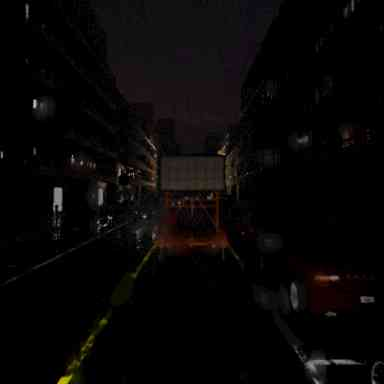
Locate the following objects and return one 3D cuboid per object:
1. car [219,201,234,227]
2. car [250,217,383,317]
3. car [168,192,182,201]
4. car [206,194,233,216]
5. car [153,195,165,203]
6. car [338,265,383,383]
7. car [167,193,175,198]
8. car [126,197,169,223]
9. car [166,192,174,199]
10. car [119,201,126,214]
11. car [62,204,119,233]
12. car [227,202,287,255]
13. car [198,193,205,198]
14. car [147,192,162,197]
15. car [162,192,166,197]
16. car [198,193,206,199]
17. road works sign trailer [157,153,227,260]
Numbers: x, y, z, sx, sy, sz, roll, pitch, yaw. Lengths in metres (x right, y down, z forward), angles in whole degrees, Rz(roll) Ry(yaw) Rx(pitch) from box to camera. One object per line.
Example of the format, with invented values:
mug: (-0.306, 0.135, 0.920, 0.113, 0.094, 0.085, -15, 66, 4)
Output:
car: (2.687, 1.435, 18.592, 2.008, 1.369, 4.403, 0, 0, 0)
car: (2.690, 1.499, 7.319, 1.887, 1.381, 4.507, 0, 0, 0)
car: (-3.042, 1.144, 65.463, 1.994, 1.385, 4.181, 0, 0, 0)
car: (2.684, 1.128, 29.863, 2.192, 1.841, 5.009, 0, 0, 0)
car: (-5.707, 1.212, 58.048, 1.802, 1.307, 4.206, 0, 0, 0)
car: (2.691, 1.555, 1.683, 1.947, 1.339, 4.313, 0, 0, 0)
car: (-5.716, 0.950, 91.865, 1.887, 1.381, 4.507, 0, 0, 0)
car: (-3.106, 1.340, 24.253, 2.128, 1.511, 4.902, 0, 0, 0)
car: (-5.714, 0.883, 86.227, 1.967, 1.590, 4.097, 0, 0, 0)
car: (-5.698, 1.339, 29.695, 1.752, 1.417, 4.829, 0, 0, 0)
car: (-5.695, 1.450, 18.592, 1.947, 1.339, 4.313, 0, 0, 0)
car: (2.688, 1.360, 12.956, 1.967, 1.590, 4.097, 0, 0, 0)
car: (2.664, 0.950, 91.863, 1.887, 1.381, 4.507, 0, 0, 0)
car: (-5.703, 1.143, 46.775, 1.967, 1.590, 4.097, 0, 0, 0)
car: (-5.703, 0.982, 52.410, 2.192, 1.841, 5.009, 0, 0, 0)
car: (2.668, 1.005, 80.761, 1.752, 1.417, 4.829, 0, 0, 0)
road works sign trailer: (0.012, 0.389, 12.098, 2.380, 3.560, 2.880, 0, 0, 0)
